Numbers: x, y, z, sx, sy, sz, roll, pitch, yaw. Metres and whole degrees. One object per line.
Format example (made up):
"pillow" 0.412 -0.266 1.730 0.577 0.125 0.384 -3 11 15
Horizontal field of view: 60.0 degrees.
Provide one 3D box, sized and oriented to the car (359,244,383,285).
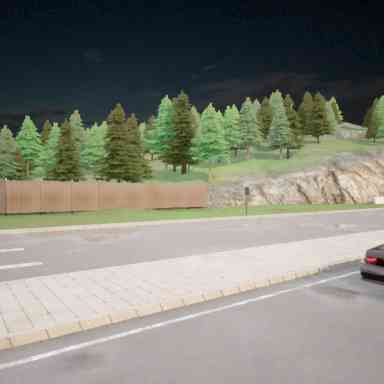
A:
"car" 6.274 1.548 8.218 5.357 1.411 2.033 0 0 -35
